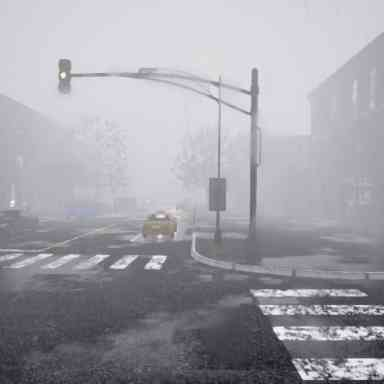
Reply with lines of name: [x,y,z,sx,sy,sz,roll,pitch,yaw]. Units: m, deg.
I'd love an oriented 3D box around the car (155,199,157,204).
car: [-9.394,2.111,74.125,1.887,1.381,4.507,0,0,1]

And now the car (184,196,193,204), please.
car: [-0.869,2.079,85.108,2.192,1.841,5.009,0,0,1]

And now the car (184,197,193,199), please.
car: [-1.161,2.139,62.923,1.947,1.339,4.313,0,0,1]

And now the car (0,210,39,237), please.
car: [-10.121,1.667,18.669,1.802,1.307,4.206,0,0,1]

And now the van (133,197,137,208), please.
van: [-9.684,1.715,51.944,1.690,1.788,3.998,0,0,1]

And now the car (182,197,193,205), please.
car: [-1.014,1.984,74.017,2.192,1.841,5.009,0,0,1]

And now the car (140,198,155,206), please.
car: [-9.468,2.084,68.579,1.947,1.339,4.313,0,0,1]

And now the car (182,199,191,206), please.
car: [-1.087,2.165,68.469,1.887,1.381,4.507,0,0,1]

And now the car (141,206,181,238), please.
car: [-1.740,1.715,18.729,1.752,1.417,4.829,0,0,1]

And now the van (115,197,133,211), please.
van: [-9.757,1.667,46.399,1.690,1.788,3.998,0,0,1]

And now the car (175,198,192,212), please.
car: [-1.378,1.979,46.286,2.008,1.369,4.403,0,0,1]

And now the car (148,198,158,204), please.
car: [-9.322,2.196,79.671,1.802,1.307,4.206,0,0,1]

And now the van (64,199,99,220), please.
van: [-9.975,1.523,29.762,1.690,1.788,3.998,0,0,1]

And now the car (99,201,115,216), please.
car: [-9.903,1.775,35.306,1.887,1.381,4.507,0,0,1]
